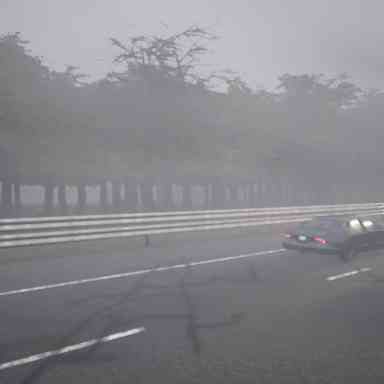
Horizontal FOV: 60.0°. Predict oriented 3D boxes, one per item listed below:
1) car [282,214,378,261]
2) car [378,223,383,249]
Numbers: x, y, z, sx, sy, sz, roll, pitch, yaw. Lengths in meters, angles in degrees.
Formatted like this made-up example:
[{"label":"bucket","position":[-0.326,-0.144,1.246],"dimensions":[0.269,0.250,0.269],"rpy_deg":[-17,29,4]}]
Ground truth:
[{"label":"car","position":[5.620,1.530,12.144],"dimensions":[5.357,1.411,2.033],"rpy_deg":[0,0,-35]},{"label":"car","position":[7.646,1.530,9.290],"dimensions":[5.357,1.411,2.033],"rpy_deg":[0,0,-35]}]
